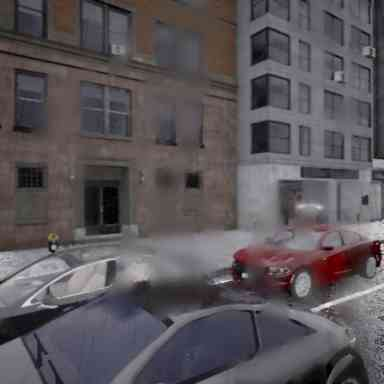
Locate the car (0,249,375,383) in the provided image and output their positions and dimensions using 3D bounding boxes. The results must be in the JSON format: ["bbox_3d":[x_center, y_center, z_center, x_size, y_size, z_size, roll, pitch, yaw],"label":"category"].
[{"bbox_3d":[-0.355,1.559,2.812,4.181,1.385,1.994,0,0,-36],"label":"car"}]

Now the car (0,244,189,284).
[{"bbox_3d":[-1.651,1.545,5.009,4.403,1.369,2.008,0,0,-35],"label":"car"}]

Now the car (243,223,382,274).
[{"bbox_3d":[2.976,1.515,8.306,4.507,1.381,1.887,0,0,-35],"label":"car"}]
